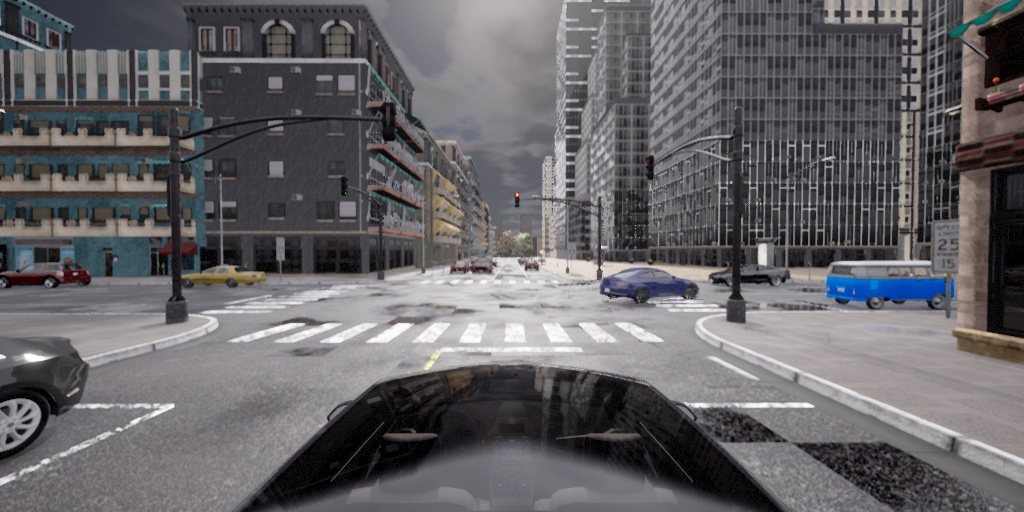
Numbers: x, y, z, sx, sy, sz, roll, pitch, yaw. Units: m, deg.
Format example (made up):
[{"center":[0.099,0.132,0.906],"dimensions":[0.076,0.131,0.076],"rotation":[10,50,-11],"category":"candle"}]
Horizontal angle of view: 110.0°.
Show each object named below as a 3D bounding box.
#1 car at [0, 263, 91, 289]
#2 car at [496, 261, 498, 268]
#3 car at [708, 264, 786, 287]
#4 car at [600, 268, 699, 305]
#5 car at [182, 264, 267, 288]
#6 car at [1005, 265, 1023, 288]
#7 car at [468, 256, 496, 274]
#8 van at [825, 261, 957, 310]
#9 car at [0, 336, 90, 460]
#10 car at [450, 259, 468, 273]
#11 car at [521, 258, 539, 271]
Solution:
[{"center":[-28.852,1.131,22.119],"dimensions":[4.097,1.591,1.967],"rotation":[0,0,0],"category":"car"},{"center":[-3.271,1.196,56.160],"dimensions":[1.895,1.301,4.718],"rotation":[0,0,0],"category":"car"},{"center":[14.604,1.160,22.348],"dimensions":[4.313,1.339,1.948],"rotation":[0,0,0],"category":"car"},{"center":[6.116,1.249,15.973],"dimensions":[4.674,1.442,1.812],"rotation":[-1,0,-24],"category":"car"},{"center":[-17.954,1.189,22.176],"dimensions":[4.829,1.417,1.751],"rotation":[0,0,0],"category":"car"},{"center":[28.893,1.179,19.817],"dimensions":[4.181,1.385,1.994],"rotation":[0,1,0],"category":"car"},{"center":[-3.229,0.992,39.460],"dimensions":[2.097,1.767,4.553],"rotation":[0,0,0],"category":"car"},{"center":[14.647,1.084,13.968],"dimensions":[3.998,1.789,1.690],"rotation":[0,0,0],"category":"van"},{"center":[-5.690,1.298,2.238],"dimensions":[2.007,1.370,4.403],"rotation":[0,0,0],"category":"car"},{"center":[-5.829,1.182,40.304],"dimensions":[1.888,1.381,4.507],"rotation":[0,0,0],"category":"car"},{"center":[2.498,1.167,46.040],"dimensions":[1.888,1.381,4.507],"rotation":[0,0,0],"category":"car"}]
